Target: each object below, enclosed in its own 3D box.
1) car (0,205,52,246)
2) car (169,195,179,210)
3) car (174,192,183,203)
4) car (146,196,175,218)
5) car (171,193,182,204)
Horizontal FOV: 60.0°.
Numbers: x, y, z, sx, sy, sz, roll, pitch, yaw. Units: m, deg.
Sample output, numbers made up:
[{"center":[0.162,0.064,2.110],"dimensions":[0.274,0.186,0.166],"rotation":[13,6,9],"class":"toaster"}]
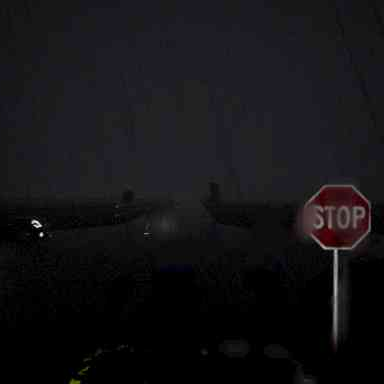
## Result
[{"center":[-8.463,1.321,14.198],"dimensions":[4.553,1.767,2.097],"rotation":[0,0,-12],"class":"car"},{"center":[-2.887,1.448,39.669],"dimensions":[1.837,1.490,4.892],"rotation":[0,0,0],"class":"car"},{"center":[-2.867,1.102,60.626],"dimensions":[2.150,2.045,5.566],"rotation":[0,0,0],"class":"car"},{"center":[-2.913,1.444,29.973],"dimensions":[1.882,1.535,5.008],"rotation":[0,0,1],"class":"car"},{"center":[-2.889,1.390,50.122],"dimensions":[1.882,1.535,5.008],"rotation":[0,0,0],"class":"car"}]
